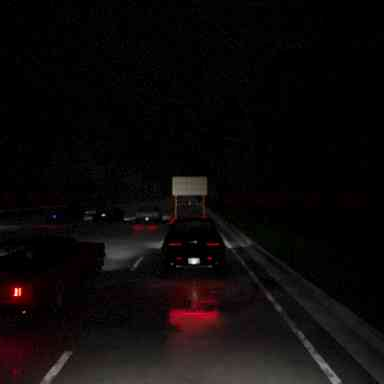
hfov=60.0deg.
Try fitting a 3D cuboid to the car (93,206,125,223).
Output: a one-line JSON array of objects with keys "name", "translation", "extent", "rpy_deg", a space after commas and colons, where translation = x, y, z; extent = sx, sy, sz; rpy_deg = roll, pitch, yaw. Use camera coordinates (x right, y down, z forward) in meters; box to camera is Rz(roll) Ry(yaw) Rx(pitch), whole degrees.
[{"name": "car", "translation": [-7.081, 1.843, 28.586], "extent": [1.994, 1.385, 4.181], "rpy_deg": [0, 0, 0]}]

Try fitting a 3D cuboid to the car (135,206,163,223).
[{"name": "car", "translation": [-3.580, 1.879, 28.584], "extent": [1.895, 1.301, 4.718], "rpy_deg": [0, -1, 0]}]

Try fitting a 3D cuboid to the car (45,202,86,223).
[{"name": "car", "translation": [-10.576, 1.750, 28.016], "extent": [1.882, 1.535, 5.008], "rpy_deg": [0, 0, -1]}]

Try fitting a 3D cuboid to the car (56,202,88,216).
[{"name": "car", "translation": [-14.151, 1.932, 39.544], "extent": [2.033, 1.411, 5.357], "rpy_deg": [0, -1, -2]}]

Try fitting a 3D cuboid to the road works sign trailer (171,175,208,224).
[{"name": "road works sign trailer", "translation": [-0.145, 0.675, 21.616], "extent": [2.380, 3.560, 2.880], "rpy_deg": [0, -1, -3]}]

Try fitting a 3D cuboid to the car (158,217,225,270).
[{"name": "car", "translation": [0.039, 1.617, 11.395], "extent": [1.837, 1.490, 4.892], "rpy_deg": [0, 0, 0]}]

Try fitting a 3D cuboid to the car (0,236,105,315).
[{"name": "car", "translation": [-3.433, 1.676, 7.643], "extent": [1.895, 1.301, 4.718], "rpy_deg": [0, -1, 0]}]
